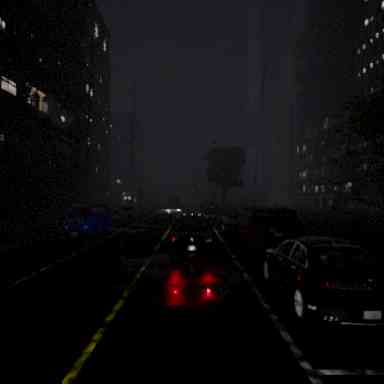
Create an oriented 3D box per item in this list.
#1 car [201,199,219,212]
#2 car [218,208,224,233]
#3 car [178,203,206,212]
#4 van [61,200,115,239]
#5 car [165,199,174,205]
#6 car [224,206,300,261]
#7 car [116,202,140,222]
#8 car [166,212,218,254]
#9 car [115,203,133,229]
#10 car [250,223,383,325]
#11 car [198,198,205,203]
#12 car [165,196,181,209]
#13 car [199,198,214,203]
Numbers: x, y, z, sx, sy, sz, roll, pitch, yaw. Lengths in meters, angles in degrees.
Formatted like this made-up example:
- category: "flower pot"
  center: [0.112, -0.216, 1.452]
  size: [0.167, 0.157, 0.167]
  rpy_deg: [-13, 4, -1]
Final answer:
- category: "car"
  center: [2.692, 2.022, 45.798]
  size: [1.947, 1.339, 4.313]
  rpy_deg: [0, -1, 0]
- category: "car"
  center: [2.693, 1.740, 18.185]
  size: [1.947, 1.339, 4.313]
  rpy_deg: [0, -1, 0]
- category: "car"
  center: [0.001, 1.884, 29.108]
  size: [1.895, 1.301, 4.718]
  rpy_deg: [0, -1, 0]
- category: "van"
  center: [-5.688, 1.515, 18.187]
  size: [1.690, 1.788, 3.998]
  rpy_deg: [0, -1, 0]
- category: "car"
  center: [-5.689, 2.414, 83.707]
  size: [2.008, 1.369, 4.403]
  rpy_deg: [0, -1, 0]
- category: "car"
  center: [2.693, 1.436, 12.666]
  size: [2.192, 1.841, 5.009]
  rpy_deg: [0, -1, 0]
- category: "car"
  center: [-5.689, 1.850, 29.231]
  size: [1.947, 1.339, 4.313]
  rpy_deg: [0, -1, 0]
- category: "car"
  center: [0.001, 1.736, 14.111]
  size: [1.895, 1.301, 4.718]
  rpy_deg: [0, -1, 0]
- category: "car"
  center: [-5.689, 1.752, 23.539]
  size: [1.752, 1.417, 4.829]
  rpy_deg: [0, -1, 0]
- category: "car"
  center: [2.693, 1.619, 7.140]
  size: [2.008, 1.369, 4.403]
  rpy_deg: [0, -1, 0]
- category: "car"
  center: [2.690, 2.516, 94.942]
  size: [1.752, 1.417, 4.829]
  rpy_deg: [0, -1, 0]
- category: "car"
  center: [-3.001, 1.775, 56.695]
  size: [2.150, 2.045, 5.566]
  rpy_deg: [0, -1, 0]
- category: "car"
  center: [2.692, 1.828, 51.324]
  size: [2.192, 1.841, 5.009]
  rpy_deg: [0, -1, 0]
